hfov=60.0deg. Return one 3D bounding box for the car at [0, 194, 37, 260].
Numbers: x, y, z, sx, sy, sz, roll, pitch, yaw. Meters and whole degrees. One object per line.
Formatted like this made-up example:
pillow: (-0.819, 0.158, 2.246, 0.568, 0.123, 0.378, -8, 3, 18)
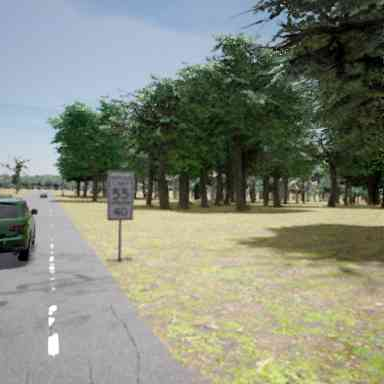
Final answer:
car: (-7.034, 1.240, 12.180, 2.150, 2.045, 5.566, 1, 0, -23)
